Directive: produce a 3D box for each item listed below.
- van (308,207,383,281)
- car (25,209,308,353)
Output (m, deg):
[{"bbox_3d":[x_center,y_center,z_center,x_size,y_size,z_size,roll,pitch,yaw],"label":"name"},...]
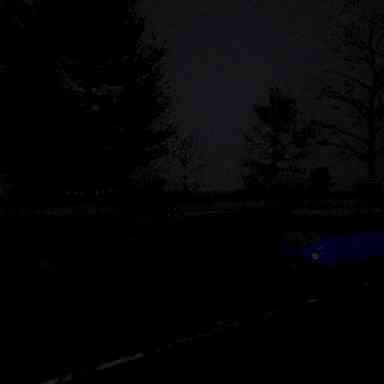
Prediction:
[{"bbox_3d":[4.260,1.345,9.597,3.998,1.788,1.690,0,0,-35],"label":"van"},{"bbox_3d":[-0.325,1.316,6.328,5.009,1.841,2.192,0,0,-35],"label":"car"}]
